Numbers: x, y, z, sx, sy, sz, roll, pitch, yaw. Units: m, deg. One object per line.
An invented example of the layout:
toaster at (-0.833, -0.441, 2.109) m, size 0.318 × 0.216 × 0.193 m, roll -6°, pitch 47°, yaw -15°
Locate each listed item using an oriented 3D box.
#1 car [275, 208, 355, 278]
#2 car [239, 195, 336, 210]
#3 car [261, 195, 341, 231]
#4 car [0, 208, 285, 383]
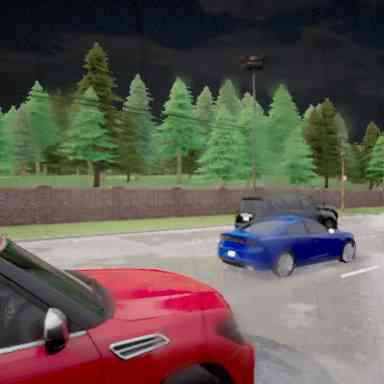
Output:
car at (3.059, 1.478, 10.229) m, size 5.008 × 1.535 × 1.882 m, roll 0°, pitch 0°, yaw -36°
car at (4.453, 1.222, 15.524) m, size 5.566 × 2.045 × 2.150 m, roll 0°, pitch 0°, yaw -36°
car at (7.229, 1.222, 21.802) m, size 5.566 × 2.045 × 2.150 m, roll 0°, pitch 0°, yaw -36°
car at (-2.072, 1.221, 2.268) m, size 5.566 × 2.045 × 2.150 m, roll 0°, pitch 0°, yaw -36°
